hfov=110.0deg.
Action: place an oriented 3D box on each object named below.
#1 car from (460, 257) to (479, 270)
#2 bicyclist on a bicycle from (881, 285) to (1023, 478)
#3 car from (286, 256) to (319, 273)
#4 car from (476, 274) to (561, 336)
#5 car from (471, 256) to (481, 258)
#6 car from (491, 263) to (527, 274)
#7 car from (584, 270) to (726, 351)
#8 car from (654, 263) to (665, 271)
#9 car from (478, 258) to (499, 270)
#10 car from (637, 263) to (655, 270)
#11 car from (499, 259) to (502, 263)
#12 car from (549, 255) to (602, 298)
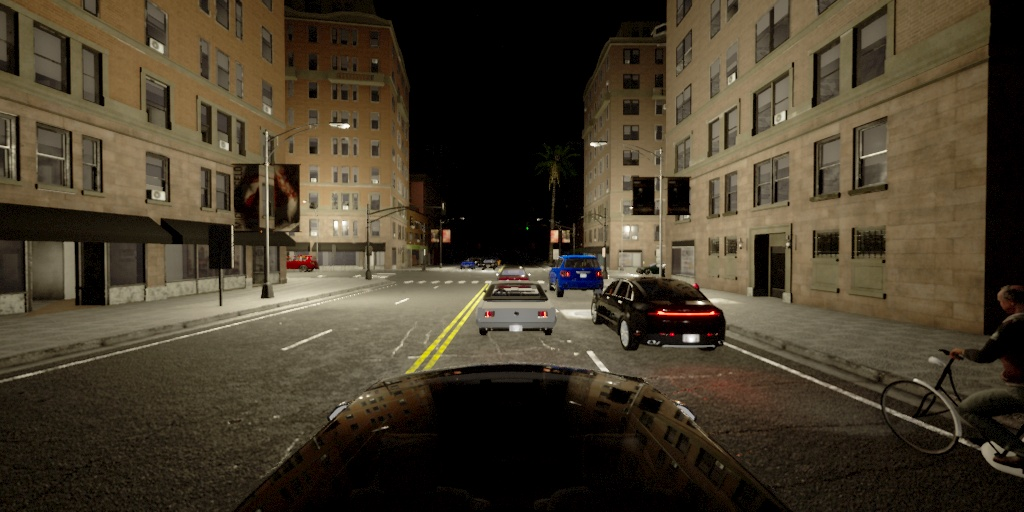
[{"bbox_3d":[-6.639,1.336,54.568,1.812,1.442,4.674,0,0,1],"label":"car"},{"bbox_3d":[4.144,1.122,3.122,0.659,1.776,1.843,0,0,0],"label":"bicyclist on a bicycle"},{"bbox_3d":[-23.933,0.882,39.252,5.009,1.841,2.192,0,0,-9],"label":"car"},{"bbox_3d":[0.093,1.360,10.391,1.895,1.301,4.718,0,0,0],"label":"car"},{"bbox_3d":[-6.627,1.041,64.276,2.150,2.045,5.566,0,0,0],"label":"car"},{"bbox_3d":[0.082,1.318,20.170,2.033,1.411,5.357,0,0,0],"label":"car"},{"bbox_3d":[3.297,1.263,8.994,1.837,1.490,4.892,0,0,0],"label":"car"},{"bbox_3d":[16.175,1.553,33.798,4.313,1.339,1.948,0,0,0],"label":"car"},{"bbox_3d":[-3.397,1.300,53.262,2.128,1.511,4.902,0,0,0],"label":"car"},{"bbox_3d":[16.018,1.472,39.748,4.181,1.385,1.994,0,1,0],"label":"car"},{"bbox_3d":[-3.382,1.366,63.006,2.033,1.411,5.357,0,0,0],"label":"car"},{"bbox_3d":[3.233,0.990,18.911,2.150,2.045,5.566,0,0,0],"label":"car"}]
